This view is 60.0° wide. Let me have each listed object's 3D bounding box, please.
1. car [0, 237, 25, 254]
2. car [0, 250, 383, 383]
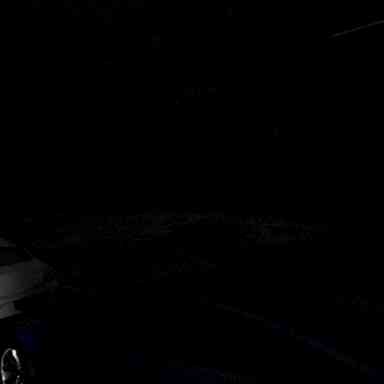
[{"bbox_3d":[-4.483,1.588,6.515,4.674,1.452,2.002,-1,0,36],"label":"car"},{"bbox_3d":[0.007,1.527,3.311,4.792,1.488,2.163,-1,0,35],"label":"car"}]
